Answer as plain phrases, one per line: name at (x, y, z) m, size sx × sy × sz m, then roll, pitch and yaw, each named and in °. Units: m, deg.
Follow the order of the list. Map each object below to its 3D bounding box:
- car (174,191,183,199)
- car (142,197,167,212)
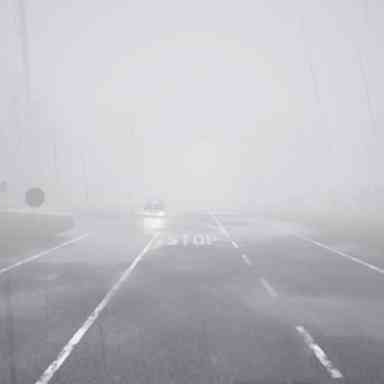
car at (-3.505, 0.697, 87.736) m, size 2.150 × 2.045 × 5.566 m, roll 0°, pitch 0°, yaw 3°
car at (-3.492, 1.146, 31.756) m, size 1.994 × 1.385 × 4.181 m, roll 1°, pitch 0°, yaw 0°
